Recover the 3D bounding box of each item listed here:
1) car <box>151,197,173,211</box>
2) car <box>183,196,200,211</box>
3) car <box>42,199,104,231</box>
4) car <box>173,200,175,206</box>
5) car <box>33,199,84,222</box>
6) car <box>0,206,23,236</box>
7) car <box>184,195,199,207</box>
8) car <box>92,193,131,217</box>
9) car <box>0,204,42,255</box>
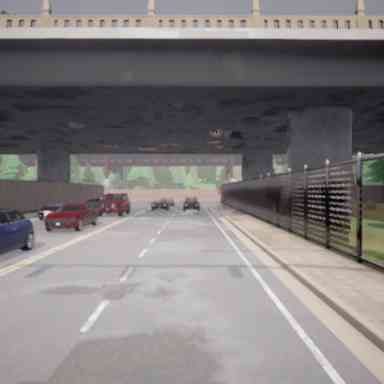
[{"bbox_3d":[-3.555,1.453,38.277,1.895,1.301,4.718,0,0,0],"label":"car"},{"bbox_3d":[-0.055,1.452,37.919,1.895,1.301,4.718,0,0,0],"label":"car"},{"bbox_3d":[-7.115,1.415,20.155,1.882,1.535,5.008,0,0,0],"label":"car"},{"bbox_3d":[-3.566,1.405,48.836,1.895,1.301,4.718,0,0,0],"label":"car"},{"bbox_3d":[-10.628,1.401,26.875,2.128,1.511,4.902,0,0,0],"label":"car"},{"bbox_3d":[-10.615,1.519,16.863,1.994,1.385,4.181,0,0,0],"label":"car"},{"bbox_3d":[-0.067,1.294,48.720,2.128,1.511,4.902,0,0,0],"label":"car"},{"bbox_3d":[-7.120,1.110,30.801,2.150,2.045,5.566,0,0,0],"label":"car"},{"bbox_3d":[-7.105,1.332,10.927,2.097,1.767,4.553,0,0,0],"label":"car"}]
